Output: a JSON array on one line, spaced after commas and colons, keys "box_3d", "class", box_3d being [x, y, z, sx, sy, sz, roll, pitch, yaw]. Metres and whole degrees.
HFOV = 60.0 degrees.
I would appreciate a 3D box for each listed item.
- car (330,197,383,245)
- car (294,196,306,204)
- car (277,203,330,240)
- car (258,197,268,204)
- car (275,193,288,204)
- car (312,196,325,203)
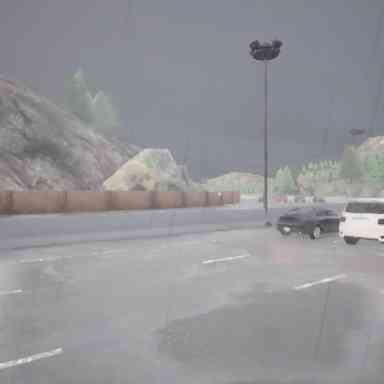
[{"box_3d": [8.566, 1.255, 14.386, 5.566, 2.045, 2.150, 0, 0, -38], "class": "car"}, {"box_3d": [21.199, 1.475, 65.360, 2.128, 1.511, 4.902, 0, 0, 14], "class": "car"}, {"box_3d": [6.382, 1.513, 17.121, 4.892, 1.490, 1.837, 0, 0, -38], "class": "car"}, {"box_3d": [14.297, 1.573, 66.562, 1.895, 1.301, 4.718, 0, 0, 14], "class": "car"}, {"box_3d": [17.784, 1.198, 66.086, 2.150, 2.045, 5.566, 0, 0, 14], "class": "car"}, {"box_3d": [24.658, 1.507, 64.738, 1.994, 1.385, 4.181, 0, 0, 13], "class": "car"}]
